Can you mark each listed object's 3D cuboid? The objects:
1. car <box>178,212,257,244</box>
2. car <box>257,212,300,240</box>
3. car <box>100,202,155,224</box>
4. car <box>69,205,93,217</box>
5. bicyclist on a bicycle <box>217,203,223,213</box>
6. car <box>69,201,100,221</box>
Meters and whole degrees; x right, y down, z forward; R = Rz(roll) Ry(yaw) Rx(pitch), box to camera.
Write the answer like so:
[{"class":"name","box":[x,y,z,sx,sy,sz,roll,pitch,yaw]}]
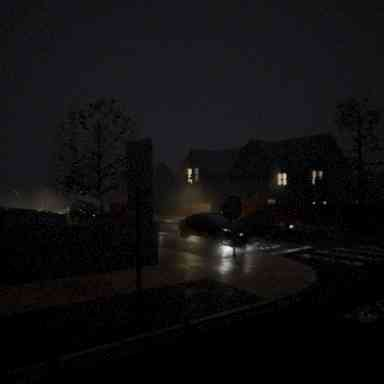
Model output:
[{"class":"car","box":[1.018,1.842,17.984,1.812,1.442,4.674,-1,-1,-36]},{"class":"car","box":[3.990,1.813,18.864,1.994,1.385,4.181,-1,-1,-35]},{"class":"car","box":[-5.085,1.786,26.512,2.150,2.045,5.566,-1,-1,-35]},{"class":"car","box":[-15.449,2.567,46.070,1.812,1.442,4.674,-1,-1,-36]},{"class":"bicyclist on a bicycle","box":[2.423,1.667,26.071,1.656,1.620,0.582,-1,0,-36]},{"class":"car","box":[-11.291,2.039,35.196,2.150,2.045,5.566,-1,-1,-35]}]
